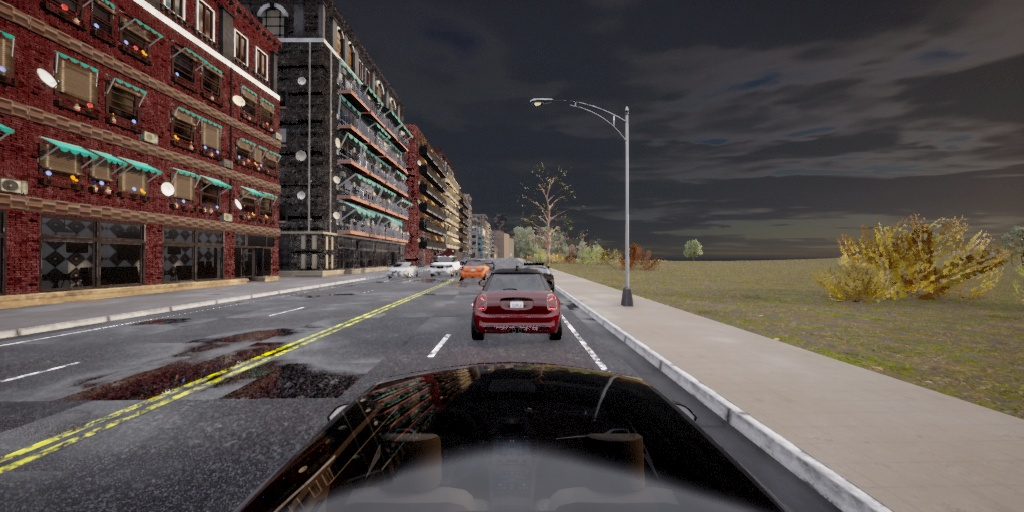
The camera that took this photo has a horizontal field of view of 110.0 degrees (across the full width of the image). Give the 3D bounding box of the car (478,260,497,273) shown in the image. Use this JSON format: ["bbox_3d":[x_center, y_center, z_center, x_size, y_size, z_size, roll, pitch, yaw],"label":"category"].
[{"bbox_3d":[-3.049,1.243,45.262,2.128,1.511,4.902,0,0,0],"label":"car"}]

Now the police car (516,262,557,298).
[{"bbox_3d":[1.177,1.177,19.592,1.930,1.638,5.238,0,0,0],"label":"police car"}]

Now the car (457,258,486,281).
[{"bbox_3d":[-3.085,1.104,30.427,2.097,1.767,4.553,0,0,0],"label":"car"}]

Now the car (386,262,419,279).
[{"bbox_3d":[-9.781,1.278,32.417,1.812,1.442,4.674,0,0,0],"label":"car"}]

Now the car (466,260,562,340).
[{"bbox_3d":[0.114,1.103,10.096,2.097,1.767,4.553,0,0,0],"label":"car"}]

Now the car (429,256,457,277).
[{"bbox_3d":[-6.523,0.973,35.261,2.150,2.045,5.566,0,0,0],"label":"car"}]
